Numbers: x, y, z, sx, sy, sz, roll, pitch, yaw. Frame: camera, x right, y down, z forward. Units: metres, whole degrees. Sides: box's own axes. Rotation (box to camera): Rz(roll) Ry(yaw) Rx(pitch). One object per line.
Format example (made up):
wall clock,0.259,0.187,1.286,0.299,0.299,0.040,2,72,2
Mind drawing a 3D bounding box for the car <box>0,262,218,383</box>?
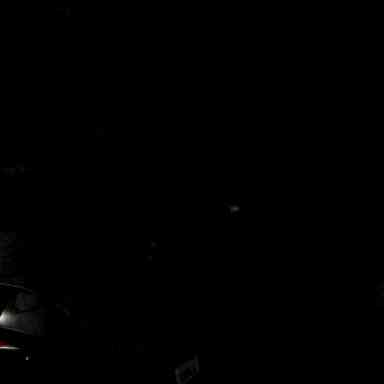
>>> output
car,-1.727,1.566,4.052,4.313,1.339,1.947,0,0,36
